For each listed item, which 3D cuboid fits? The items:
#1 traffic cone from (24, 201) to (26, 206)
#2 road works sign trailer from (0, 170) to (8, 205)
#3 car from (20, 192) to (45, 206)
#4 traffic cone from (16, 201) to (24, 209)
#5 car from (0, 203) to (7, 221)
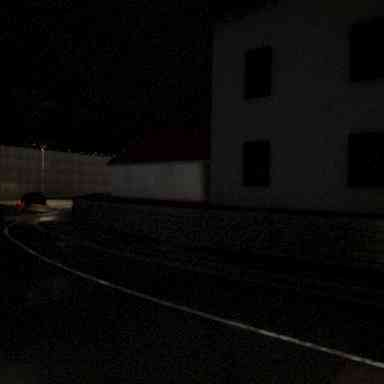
[{"bbox_3d":[-17.839,1.305,34.860,0.340,0.580,0.340,1,1,-20],"label":"traffic cone"},{"bbox_3d":[-16.175,-0.063,25.871,2.380,3.560,2.880,1,1,-20],"label":"road works sign trailer"},{"bbox_3d":[-18.479,0.774,38.531,1.882,1.535,5.008,1,0,-38],"label":"car"},{"bbox_3d":[-17.164,1.335,32.978,0.340,0.580,0.340,1,1,-20],"label":"traffic cone"},{"bbox_3d":[-11.968,1.089,18.989,1.882,1.535,5.008,0,1,-22],"label":"car"}]
